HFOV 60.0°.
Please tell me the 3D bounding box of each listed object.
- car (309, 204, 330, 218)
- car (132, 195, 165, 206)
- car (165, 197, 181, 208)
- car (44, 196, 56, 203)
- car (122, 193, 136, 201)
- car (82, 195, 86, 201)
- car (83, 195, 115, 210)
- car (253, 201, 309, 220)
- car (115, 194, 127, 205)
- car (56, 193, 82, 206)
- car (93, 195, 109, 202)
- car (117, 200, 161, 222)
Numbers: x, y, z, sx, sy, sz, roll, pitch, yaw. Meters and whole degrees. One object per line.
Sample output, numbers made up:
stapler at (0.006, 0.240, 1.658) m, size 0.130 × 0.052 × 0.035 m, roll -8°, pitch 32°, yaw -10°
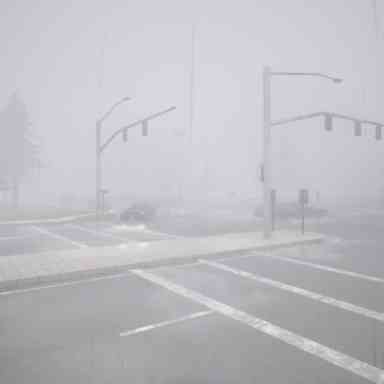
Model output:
car at (9.684, 1.547, 30.300) m, size 2.033 × 1.411 × 5.357 m, roll 0°, pitch 0°, yaw -35°
car at (-6.237, 1.505, 46.898) m, size 1.837 × 1.490 × 4.892 m, roll 0°, pitch 0°, yaw -35°
car at (-3.454, 1.504, 49.026) m, size 1.837 × 1.490 × 4.892 m, roll 0°, pitch 0°, yaw -35°
car at (-27.784, 1.501, 65.587) m, size 1.994 × 1.385 × 4.181 m, roll 0°, pitch 0°, yaw -35°
car at (-11.090, 1.218, 59.945) m, size 2.150 × 2.045 × 5.566 m, roll 0°, pitch 0°, yaw -35°
car at (-22.297, 1.461, 69.954) m, size 2.128 × 1.511 × 4.902 m, roll 0°, pitch 0°, yaw -35°
car at (-12.034, 1.504, 42.972) m, size 1.837 × 1.490 × 4.892 m, roll 0°, pitch 0°, yaw -35°
car at (7.144, 1.564, 27.829) m, size 1.994 × 1.385 × 4.181 m, roll 0°, pitch 0°, yaw -35°
car at (-13.576, 1.502, 57.385) m, size 1.837 × 1.490 × 4.892 m, roll 0°, pitch 1°, yaw -35°
car at (-20.299, 1.223, 54.816) m, size 2.150 × 2.045 × 5.566 m, roll 0°, pitch 0°, yaw -33°
car at (-19.973, 1.384, 72.735) m, size 1.882 × 1.535 × 5.008 m, roll 0°, pitch 0°, yaw -35°
car at (-4.082, 1.601, 26.233) m, size 1.895 × 1.301 × 4.718 m, roll 0°, pitch 0°, yaw 6°
